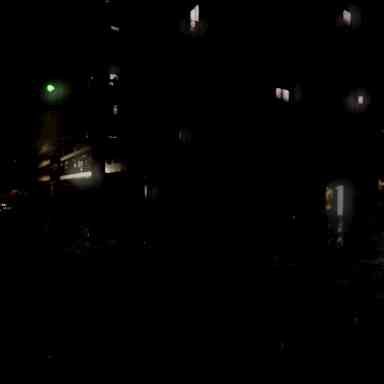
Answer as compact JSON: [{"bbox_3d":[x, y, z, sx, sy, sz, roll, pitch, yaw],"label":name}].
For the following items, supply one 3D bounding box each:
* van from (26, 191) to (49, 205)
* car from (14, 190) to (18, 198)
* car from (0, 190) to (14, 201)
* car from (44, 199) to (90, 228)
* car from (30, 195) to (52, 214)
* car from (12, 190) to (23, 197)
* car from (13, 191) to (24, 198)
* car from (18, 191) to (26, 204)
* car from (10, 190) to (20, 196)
[{"bbox_3d":[-15.783,0.842,34.304,1.690,1.788,3.998,1,0,-30],"label":"van"},{"bbox_3d":[-27.011,0.710,53.465,2.008,1.369,4.403,1,0,-30],"label":"car"},{"bbox_3d":[-29.700,0.584,52.978,1.882,1.535,5.008,1,0,-30],"label":"car"},{"bbox_3d":[-7.371,1.319,19.934,1.947,1.339,4.313,1,0,-30],"label":"car"},{"bbox_3d":[-12.983,1.167,29.514,1.802,1.307,4.206,1,0,-30],"label":"car"},{"bbox_3d":[-38.234,0.357,72.625,1.887,1.381,4.507,1,0,-30],"label":"car"},{"bbox_3d":[-35.428,0.444,67.835,1.887,1.381,4.507,1,0,-30],"label":"car"},{"bbox_3d":[-21.397,0.771,43.884,1.967,1.590,4.097,1,0,-30],"label":"car"},{"bbox_3d":[-43.846,0.188,82.205,2.008,1.369,4.403,1,0,-30],"label":"car"}]
